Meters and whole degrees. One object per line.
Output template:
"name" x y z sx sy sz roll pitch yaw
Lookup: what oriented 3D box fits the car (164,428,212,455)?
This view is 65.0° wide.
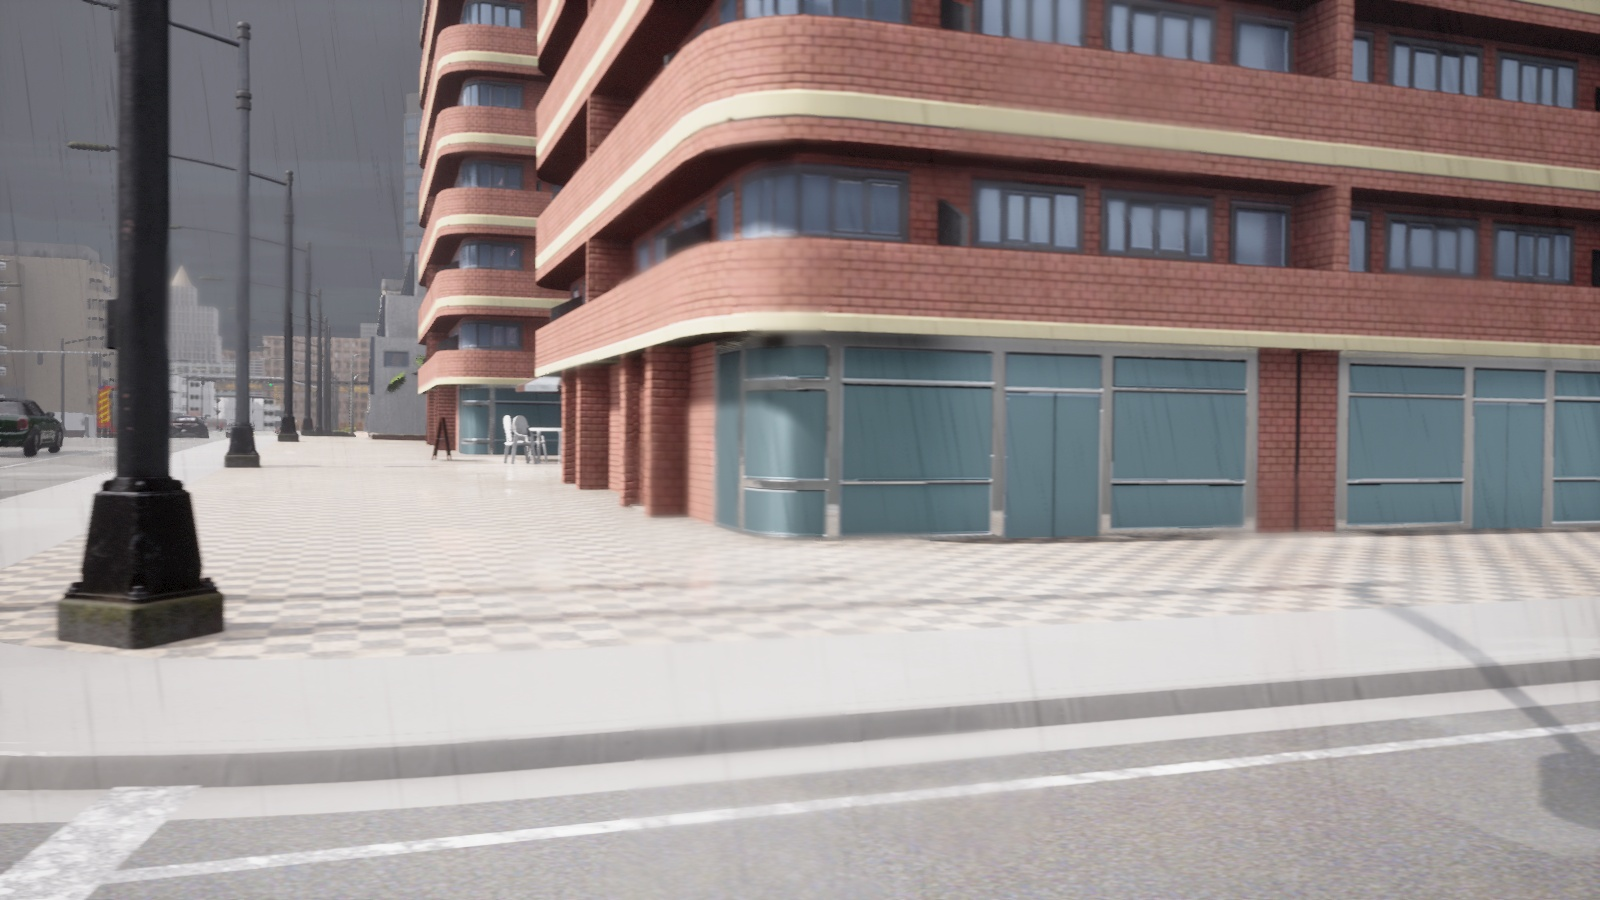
"car" -37.577 -0.525 77.205 2.128 1.511 4.902 -1 -1 -19

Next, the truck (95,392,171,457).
"truck" -42.137 -1.529 79.560 2.891 3.827 8.468 -1 0 -19

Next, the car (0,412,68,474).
"car" -23.643 -0.253 37.632 2.097 1.767 4.553 -1 2 -19
